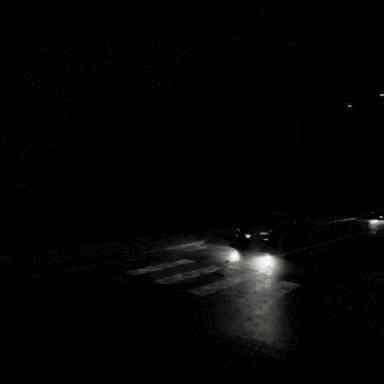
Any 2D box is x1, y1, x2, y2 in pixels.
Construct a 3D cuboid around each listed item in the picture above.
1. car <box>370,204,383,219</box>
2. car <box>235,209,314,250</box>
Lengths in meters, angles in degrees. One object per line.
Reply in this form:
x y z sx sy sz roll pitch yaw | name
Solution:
18.054 1.801 30.540 2.033 1.411 5.357 2 1 42 | car
3.859 1.540 14.955 1.837 1.490 4.892 2 1 42 | car
